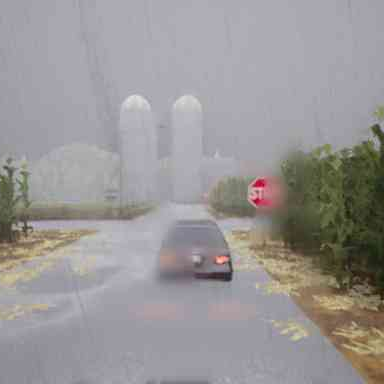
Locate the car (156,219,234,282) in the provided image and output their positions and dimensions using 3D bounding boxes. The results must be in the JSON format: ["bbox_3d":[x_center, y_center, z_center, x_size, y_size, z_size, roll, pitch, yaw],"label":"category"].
[{"bbox_3d":[0.076,1.498,9.613,2.033,1.411,5.357,0,0,0],"label":"car"}]
